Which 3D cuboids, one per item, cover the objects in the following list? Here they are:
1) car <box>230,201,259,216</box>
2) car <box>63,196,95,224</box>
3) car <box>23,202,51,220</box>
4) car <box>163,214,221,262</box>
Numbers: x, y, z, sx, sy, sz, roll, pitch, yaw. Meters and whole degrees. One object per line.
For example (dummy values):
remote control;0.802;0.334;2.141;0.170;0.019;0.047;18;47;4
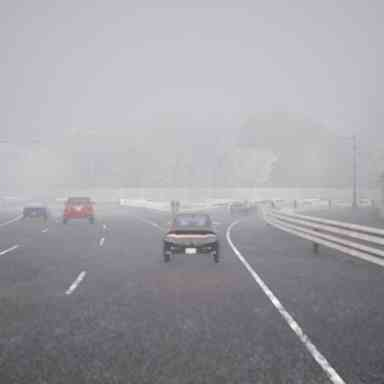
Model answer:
car;5.670;1.659;35.426;2.128;1.511;4.902;0;0;29
car;-8.896;1.350;26.275;2.150;2.045;5.566;0;0;-18
car;-13.767;1.624;29.611;1.882;1.535;5.008;0;0;-20
car;0.030;1.550;12.329;2.128;1.511;4.902;0;0;1
